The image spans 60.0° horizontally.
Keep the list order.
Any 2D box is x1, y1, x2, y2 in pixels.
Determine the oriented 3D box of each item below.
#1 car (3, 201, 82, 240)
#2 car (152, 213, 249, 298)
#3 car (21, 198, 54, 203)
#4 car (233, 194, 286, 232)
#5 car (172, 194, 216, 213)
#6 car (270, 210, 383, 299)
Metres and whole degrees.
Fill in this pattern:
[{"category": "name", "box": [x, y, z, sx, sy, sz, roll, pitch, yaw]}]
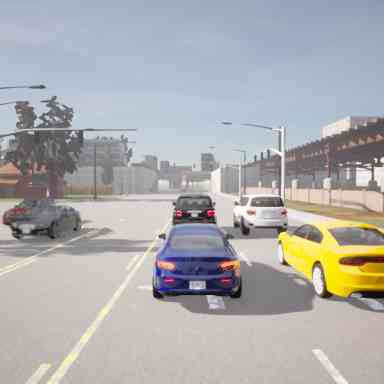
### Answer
[{"category": "car", "box": [-7.051, 1.409, 16.642, 2.128, 1.511, 4.902, 0, 0, 0]}, {"category": "car", "box": [0.106, 1.501, 8.306, 1.812, 1.442, 4.674, 0, 0, 0]}, {"category": "car", "box": [-10.500, 1.226, 22.150, 2.097, 1.767, 4.553, 0, 1, 0]}, {"category": "car", "box": [3.611, 1.130, 18.316, 2.150, 2.045, 5.566, 0, 0, 0]}, {"category": "car", "box": [0.113, 1.130, 17.821, 2.150, 2.045, 5.566, 0, 0, 0]}, {"category": "car", "box": [3.606, 1.452, 8.482, 1.882, 1.535, 5.008, 0, 0, 0]}]
